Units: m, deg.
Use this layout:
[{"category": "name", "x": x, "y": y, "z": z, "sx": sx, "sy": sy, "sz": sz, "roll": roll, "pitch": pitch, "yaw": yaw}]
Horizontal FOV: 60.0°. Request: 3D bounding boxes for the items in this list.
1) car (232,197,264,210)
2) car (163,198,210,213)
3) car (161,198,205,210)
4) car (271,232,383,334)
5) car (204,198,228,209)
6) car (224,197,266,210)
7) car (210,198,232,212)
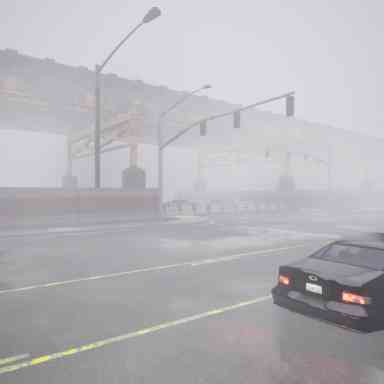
[{"category": "car", "x": 6.690, "y": 1.295, "z": 42.488, "sx": 4.536, "sy": 1.218, "sz": 1.853, "roll": 0, "pitch": 0, "yaw": -8}, {"category": "car", "x": -0.848, "y": 1.453, "z": 35.974, "sx": 4.974, "sy": 1.542, "sz": 2.038, "roll": 0, "pitch": 0, "yaw": 7}, {"category": "car", "x": -0.900, "y": 1.295, "z": 35.980, "sx": 4.536, "sy": 1.218, "sz": 1.853, "roll": 0, "pitch": 0, "yaw": 7}, {"category": "car", "x": 3.937, "y": 1.547, "z": 6.660, "sx": 5.357, "sy": 1.411, "sz": 2.033, "roll": 0, "pitch": 0, "yaw": -36}, {"category": "car", "x": 2.885, "y": 1.295, "z": 38.746, "sx": 1.853, "sy": 1.218, "sz": 4.536, "roll": 0, "pitch": 0, "yaw": 17}, {"category": "car", "x": 6.742, "y": 1.453, "z": 42.495, "sx": 4.974, "sy": 1.542, "sz": 2.038, "roll": 0, "pitch": 0, "yaw": -8}, {"category": "car", "x": 2.869, "y": 1.453, "z": 38.696, "sx": 2.038, "sy": 1.542, "sz": 4.974, "roll": 0, "pitch": 0, "yaw": 17}]
